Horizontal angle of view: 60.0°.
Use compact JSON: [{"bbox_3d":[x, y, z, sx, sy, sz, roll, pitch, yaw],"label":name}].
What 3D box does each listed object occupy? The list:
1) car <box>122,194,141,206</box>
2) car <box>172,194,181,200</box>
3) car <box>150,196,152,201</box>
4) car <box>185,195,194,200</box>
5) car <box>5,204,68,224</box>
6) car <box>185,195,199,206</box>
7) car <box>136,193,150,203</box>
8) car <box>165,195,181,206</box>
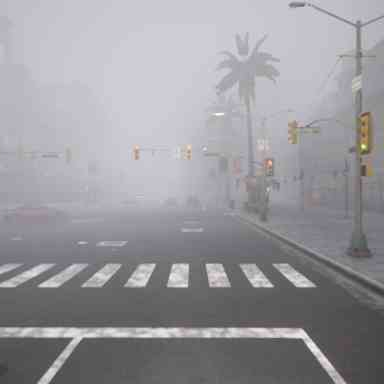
[{"bbox_3d":[-10.545,1.543,56.880,2.033,1.411,5.357,0,0,1],"label":"car"},{"bbox_3d":[-4.242,1.472,91.714,1.882,1.535,5.008,0,0,-8],"label":"car"},{"bbox_3d":[-10.508,1.472,77.996,1.882,1.535,5.008,0,0,0],"label":"car"},{"bbox_3d":[-0.758,1.546,92.016,1.994,1.385,4.181,0,0,-8],"label":"car"},{"bbox_3d":[-11.434,1.562,24.633,4.181,1.385,1.994,0,0,-31],"label":"car"},{"bbox_3d":[0.095,1.348,55.113,2.097,1.767,4.553,0,0,0],"label":"car"},{"bbox_3d":[-10.515,1.219,67.411,2.150,2.045,5.566,0,0,0],"label":"car"},{"bbox_3d":[-3.405,1.560,56.180,1.994,1.385,4.181,0,0,0],"label":"car"}]
